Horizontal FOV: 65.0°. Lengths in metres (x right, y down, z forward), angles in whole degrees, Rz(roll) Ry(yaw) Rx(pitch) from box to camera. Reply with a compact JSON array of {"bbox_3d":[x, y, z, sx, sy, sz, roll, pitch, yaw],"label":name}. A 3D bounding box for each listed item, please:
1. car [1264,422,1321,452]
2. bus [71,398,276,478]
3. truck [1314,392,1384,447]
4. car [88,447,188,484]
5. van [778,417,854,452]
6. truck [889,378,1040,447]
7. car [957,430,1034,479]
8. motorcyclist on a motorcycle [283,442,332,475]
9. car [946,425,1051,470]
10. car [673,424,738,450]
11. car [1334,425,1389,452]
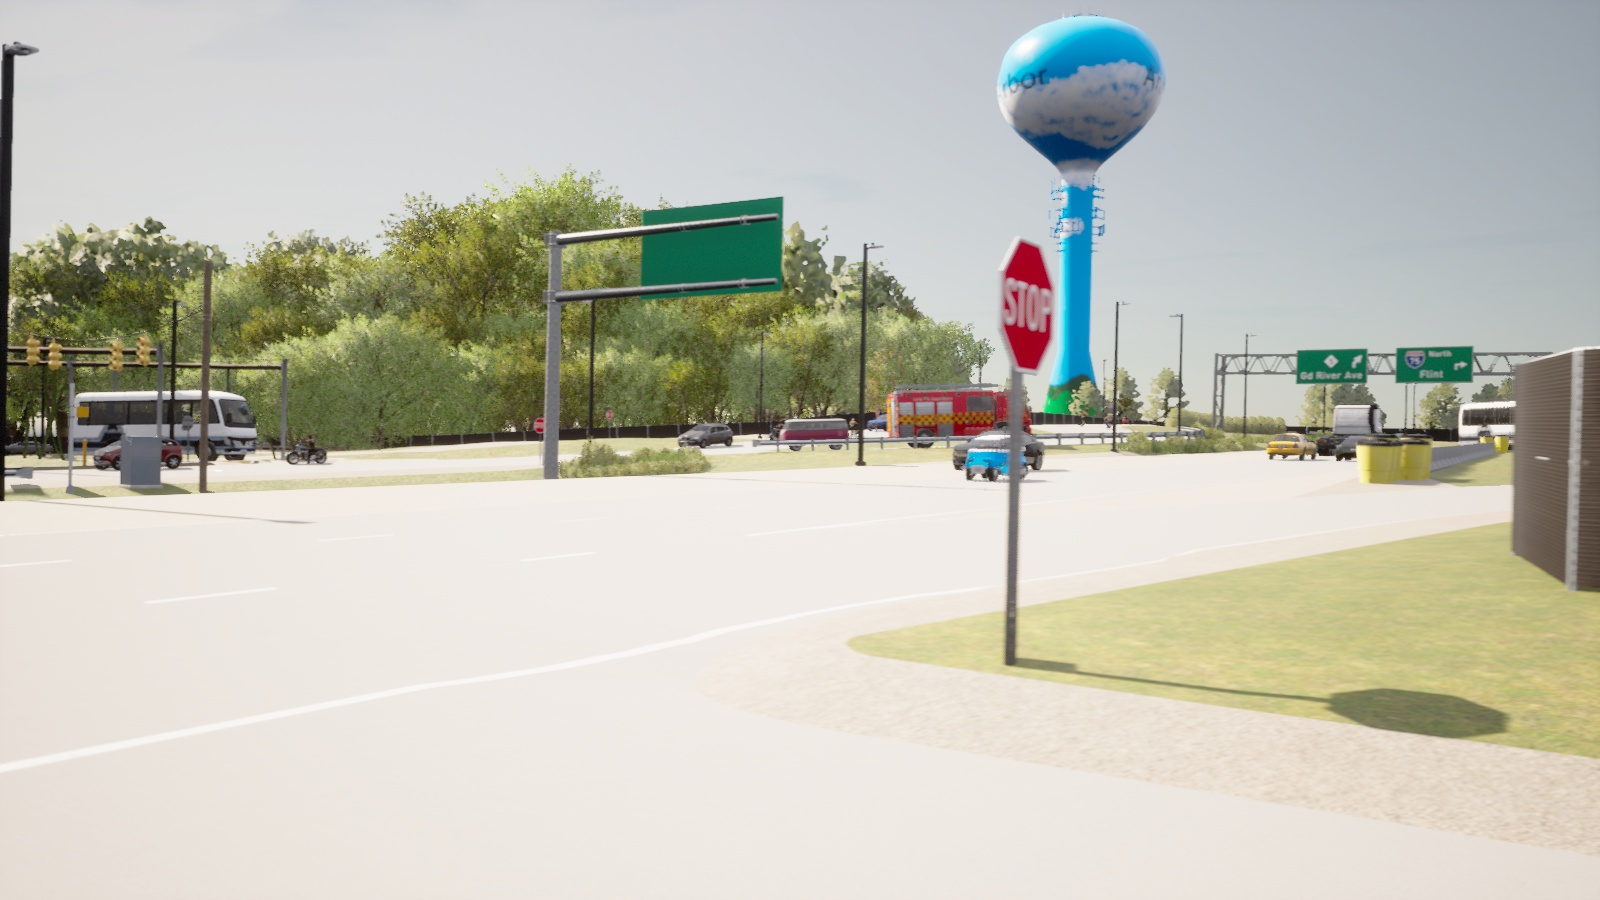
[{"bbox_3d":[27.286,-0.752,69.510,1.801,1.575,5.366,0,1,34],"label":"car"},{"bbox_3d":[-36.591,-0.653,73.525,10.273,4.253,3.944,-2,0,8],"label":"bus"},{"bbox_3d":[36.342,-2.002,82.980,2.891,3.462,7.936,0,1,34],"label":"truck"},{"bbox_3d":[-30.678,0.695,58.276,1.789,1.549,3.705,0,2,33],"label":"car"},{"bbox_3d":[0.985,-0.969,78.735,4.442,1.987,1.775,-3,0,-7],"label":"van"},{"bbox_3d":[9.962,-2.264,76.421,8.468,3.827,2.891,-2,1,-9],"label":"truck"},{"bbox_3d":[5.887,0.113,37.666,1.481,1.376,2.207,0,2,34],"label":"car"},{"bbox_3d":[-25.762,0.427,65.723,0.766,1.649,2.350,0,2,35],"label":"motorcyclist on a motorcycle"},{"bbox_3d":[7.355,-0.132,46.124,1.882,1.535,5.008,0,1,34],"label":"car"},{"bbox_3d":[-6.792,-0.970,91.055,2.242,1.667,4.611,0,4,35],"label":"car"},{"bbox_3d":[30.301,-0.615,67.723,1.994,1.385,4.181,0,1,34],"label":"car"}]
